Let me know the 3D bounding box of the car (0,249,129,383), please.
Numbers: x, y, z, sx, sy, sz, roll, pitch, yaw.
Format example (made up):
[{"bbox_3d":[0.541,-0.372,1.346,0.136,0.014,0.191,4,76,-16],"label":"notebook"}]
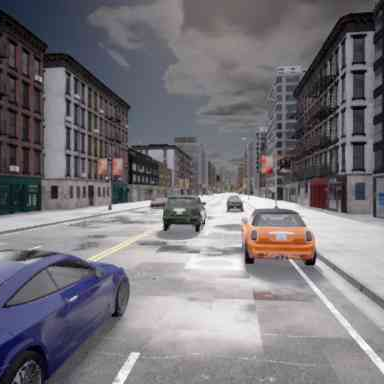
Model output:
[{"bbox_3d":[-2.327,1.525,4.568,1.812,1.442,4.674,0,0,7],"label":"car"}]

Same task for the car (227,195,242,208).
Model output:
[{"bbox_3d":[6.247,1.315,49.352,2.097,1.767,4.553,0,0,7],"label":"car"}]

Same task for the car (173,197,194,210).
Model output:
[{"bbox_3d":[-1.065,1.458,43.907,2.128,1.511,4.902,0,0,7],"label":"car"}]

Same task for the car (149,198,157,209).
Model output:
[{"bbox_3d":[-4.290,1.444,44.333,1.882,1.535,5.008,0,0,7],"label":"car"}]

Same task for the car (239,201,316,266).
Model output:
[{"bbox_3d":[2.864,1.345,11.825,2.097,1.767,4.553,0,0,7],"label":"car"}]

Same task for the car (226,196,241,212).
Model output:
[{"bbox_3d":[5.063,1.475,39.081,1.837,1.490,4.892,0,0,7],"label":"car"}]

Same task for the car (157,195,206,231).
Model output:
[{"bbox_3d":[-0.367,1.210,20.859,2.150,2.045,5.566,0,0,7],"label":"car"}]
